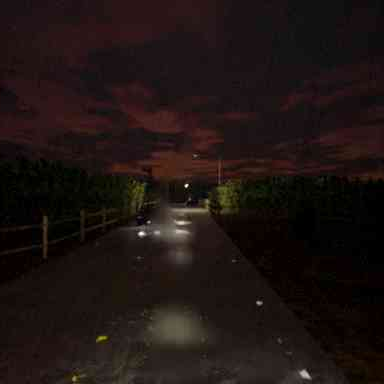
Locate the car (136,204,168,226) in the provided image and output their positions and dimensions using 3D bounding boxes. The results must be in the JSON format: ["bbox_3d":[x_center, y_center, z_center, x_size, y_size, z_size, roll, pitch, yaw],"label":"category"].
[{"bbox_3d":[-2.801,1.614,24.553,2.033,1.411,5.357,0,0,1],"label":"car"}]

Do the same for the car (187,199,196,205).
[{"bbox_3d":[-0.055,2.333,78.700,1.994,1.385,4.181,0,-1,0],"label":"car"}]

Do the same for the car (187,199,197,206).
[{"bbox_3d":[-0.048,2.203,68.657,1.994,1.385,4.181,0,-1,0],"label":"car"}]
